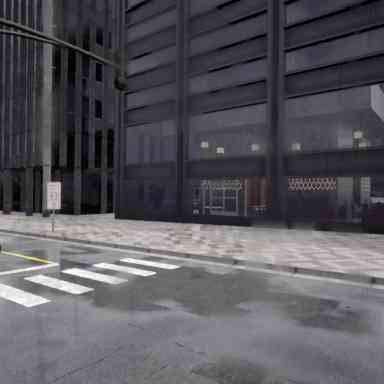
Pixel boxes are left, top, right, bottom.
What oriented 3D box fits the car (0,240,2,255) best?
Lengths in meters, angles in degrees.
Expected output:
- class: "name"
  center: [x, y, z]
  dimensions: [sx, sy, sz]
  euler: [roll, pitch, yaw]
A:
- class: "car"
  center: [-8.938, 1.708, 12.504]
  dimensions: [4.674, 1.442, 1.812]
  euler: [-1, -1, 38]
